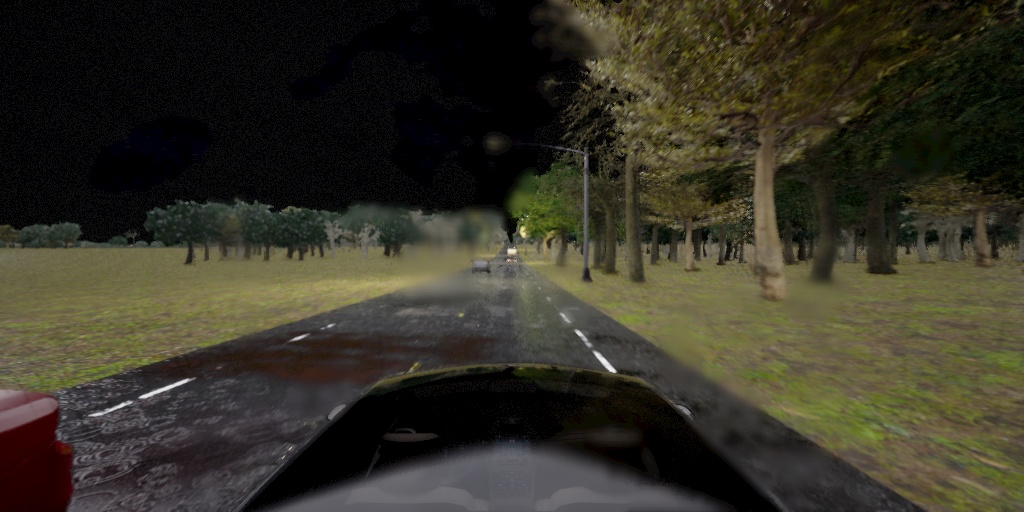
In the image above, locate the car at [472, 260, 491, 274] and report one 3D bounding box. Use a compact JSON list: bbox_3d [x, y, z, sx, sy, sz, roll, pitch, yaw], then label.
[{"bbox_3d":[-3.543,1.248,42.363,1.882,1.535,5.008,0,0,0],"label":"car"}]
